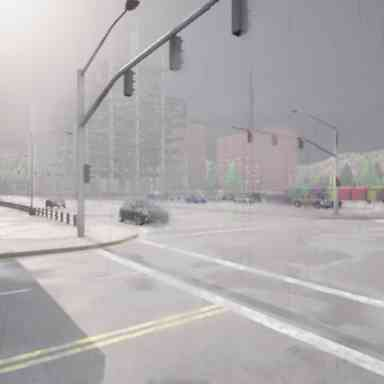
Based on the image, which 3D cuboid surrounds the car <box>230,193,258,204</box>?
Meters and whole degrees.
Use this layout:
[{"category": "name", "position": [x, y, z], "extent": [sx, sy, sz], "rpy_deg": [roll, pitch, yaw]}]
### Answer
[{"category": "car", "position": [9.008, 1.321, 57.926], "extent": [1.970, 1.475, 3.806], "rpy_deg": [0, 0, -35]}]

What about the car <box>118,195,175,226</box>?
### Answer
[{"category": "car", "position": [-3.454, 1.330, 23.394], "extent": [2.097, 1.767, 4.553], "rpy_deg": [0, 0, -36]}]

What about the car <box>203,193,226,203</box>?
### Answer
[{"category": "car", "position": [4.982, 1.310, 73.583], "extent": [1.970, 1.475, 3.806], "rpy_deg": [0, 0, -35]}]

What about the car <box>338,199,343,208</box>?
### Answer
[{"category": "car", "position": [16.900, 1.086, 42.110], "extent": [1.905, 1.878, 3.866], "rpy_deg": [0, 0, -35]}]

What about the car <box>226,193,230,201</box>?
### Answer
[{"category": "car", "position": [7.344, 1.273, 75.256], "extent": [1.784, 1.438, 3.905], "rpy_deg": [0, 0, -35]}]

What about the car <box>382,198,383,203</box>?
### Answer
[{"category": "car", "position": [32.889, 1.051, 53.487], "extent": [1.905, 1.878, 3.866], "rpy_deg": [0, 0, -35]}]

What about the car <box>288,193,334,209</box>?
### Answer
[{"category": "car", "position": [14.507, 1.089, 40.481], "extent": [1.932, 1.855, 4.605], "rpy_deg": [0, 0, -35]}]

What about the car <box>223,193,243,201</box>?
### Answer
[{"category": "car", "position": [9.504, 1.058, 76.848], "extent": [1.932, 1.855, 4.605], "rpy_deg": [0, 0, -35]}]

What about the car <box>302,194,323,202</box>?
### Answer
[{"category": "car", "position": [25.142, 1.253, 69.393], "extent": [1.784, 1.438, 3.905], "rpy_deg": [0, 0, -35]}]

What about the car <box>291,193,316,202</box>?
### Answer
[{"category": "car", "position": [22.742, 1.048, 67.770], "extent": [1.932, 1.855, 4.605], "rpy_deg": [0, 0, -35]}]

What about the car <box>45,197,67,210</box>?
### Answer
[{"category": "car", "position": [-17.918, 1.394, 43.649], "extent": [2.128, 1.511, 4.902], "rpy_deg": [0, 0, -36]}]
